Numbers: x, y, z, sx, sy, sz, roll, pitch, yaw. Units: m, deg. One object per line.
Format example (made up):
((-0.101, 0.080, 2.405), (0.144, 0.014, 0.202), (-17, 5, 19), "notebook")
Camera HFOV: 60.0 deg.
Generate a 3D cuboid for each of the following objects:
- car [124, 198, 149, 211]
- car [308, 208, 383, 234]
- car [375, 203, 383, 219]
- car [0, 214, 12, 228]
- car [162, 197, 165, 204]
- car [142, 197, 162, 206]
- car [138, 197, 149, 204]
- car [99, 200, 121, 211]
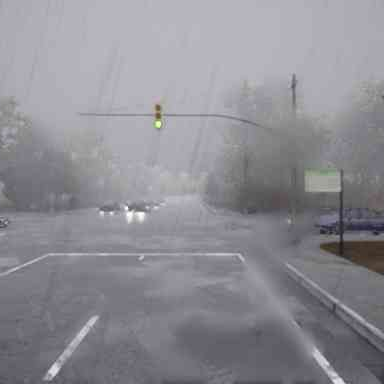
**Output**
((-7.156, 1.804, 43.446), (1.895, 1.301, 4.718), (0, 0, 0), "car")
((9.700, 1.639, 19.464), (5.357, 1.411, 2.033), (0, 0, 3), "car")
((18.956, 1.702, 29.566), (4.181, 1.385, 1.994), (0, 0, 3), "car")
((-13.781, 1.630, 20.760), (4.674, 1.442, 1.812), (0, 0, 3), "car")
((-7.098, 1.873, 74.083), (1.994, 1.385, 4.181), (0, 0, 0), "car")
((-7.151, 1.627, 59.226), (2.097, 1.767, 4.553), (0, 0, 0), "car")
((-10.597, 1.830, 73.227), (1.837, 1.490, 4.892), (0, 0, 0), "car")
((-10.656, 1.751, 43.719), (2.033, 1.411, 5.357), (0, 0, 0), "car")
